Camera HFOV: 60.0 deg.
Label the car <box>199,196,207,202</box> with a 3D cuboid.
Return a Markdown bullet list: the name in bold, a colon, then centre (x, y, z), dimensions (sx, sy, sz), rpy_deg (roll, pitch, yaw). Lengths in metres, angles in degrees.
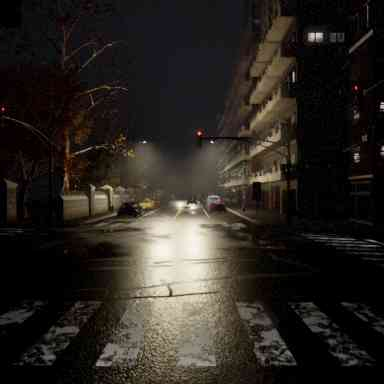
- **car**: centre (2.700, 1.635, 81.534), dimensions (1.887, 1.381, 4.507), rpy_deg (0, 0, 0)

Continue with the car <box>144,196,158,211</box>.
- **car**: centre (-5.683, 1.550, 41.955), dimensions (1.752, 1.417, 4.829), rpy_deg (0, 0, 0)

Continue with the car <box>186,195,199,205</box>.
- **car**: centre (0.006, 1.597, 59.579), dimensions (2.033, 1.411, 5.357), rpy_deg (0, 0, 0)

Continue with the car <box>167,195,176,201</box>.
- **car**: centre (-5.678, 1.669, 92.794), dimensions (2.008, 1.369, 4.403), rpy_deg (0, 0, 0)

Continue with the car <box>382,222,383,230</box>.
- **car**: centre (13.468, 1.604, 18.539), dimensions (5.009, 1.841, 2.192), rpy_deg (1, -1, -1)

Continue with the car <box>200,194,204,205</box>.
- **car**: centre (2.699, 1.480, 53.384), dimensions (1.967, 1.590, 4.097), rpy_deg (0, 0, 0)

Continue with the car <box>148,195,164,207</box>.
- **car**: centre (-5.682, 1.347, 47.755), dimensions (2.192, 1.841, 5.009), rpy_deg (0, 0, 0)

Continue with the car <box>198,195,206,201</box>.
- **car**: centre (2.702, 1.544, 87.164), dimensions (1.967, 1.590, 4.097), rpy_deg (0, 0, 0)

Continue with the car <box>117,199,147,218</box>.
- **car**: centre (-5.684, 1.580, 30.863), dimensions (1.947, 1.339, 4.313), rpy_deg (0, 0, 0)

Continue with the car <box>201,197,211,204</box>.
- **car**: centre (2.699, 1.602, 64.643), dimensions (1.887, 1.381, 4.507), rpy_deg (0, 0, 0)

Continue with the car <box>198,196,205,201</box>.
- **car**: centre (2.702, 1.700, 92.795), dimensions (1.802, 1.307, 4.206), rpy_deg (0, 0, 0)

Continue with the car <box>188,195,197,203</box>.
- **car**: centre (0.009, 1.444, 69.998), dimensions (1.837, 1.490, 4.892), rpy_deg (0, 0, 0)

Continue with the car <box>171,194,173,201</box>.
- **car**: centre (-5.680, 1.508, 70.275), dimensions (1.967, 1.590, 4.097), rpy_deg (0, 0, 0)

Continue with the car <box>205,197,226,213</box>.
- **car**: centre (2.697, 1.564, 36.492), dimensions (1.887, 1.381, 4.507), rpy_deg (0, 0, 0)

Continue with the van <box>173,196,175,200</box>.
- **van**: centre (-5.679, 1.432, 81.536), dimensions (1.690, 1.788, 3.998), rpy_deg (0, 0, 0)

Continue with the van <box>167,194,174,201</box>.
- **van**: centre (-5.678, 1.445, 87.165), dimensions (1.690, 1.788, 3.998), rpy_deg (0, 0, 0)

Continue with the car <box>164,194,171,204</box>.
- **car**: centre (-5.681, 1.498, 64.646), dimensions (1.967, 1.590, 4.097), rpy_deg (0, 0, 0)

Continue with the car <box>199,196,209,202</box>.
- **car**: centre (2.700, 1.629, 75.904), dimensions (2.008, 1.369, 4.403), rpy_deg (0, 0, 0)

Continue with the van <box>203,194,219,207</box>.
- **van**: centre (2.698, 1.366, 42.123), dimensions (1.690, 1.788, 3.998), rpy_deg (0, 0, 0)
